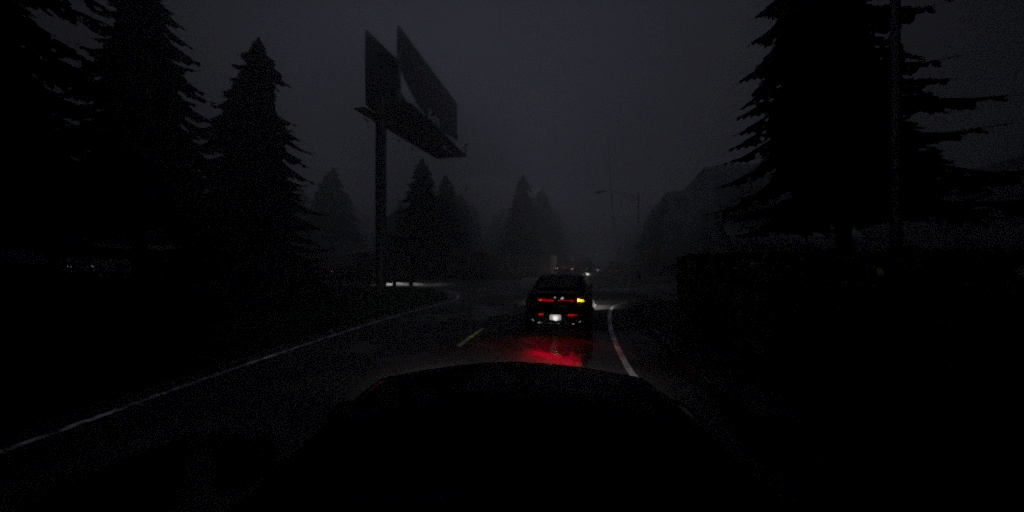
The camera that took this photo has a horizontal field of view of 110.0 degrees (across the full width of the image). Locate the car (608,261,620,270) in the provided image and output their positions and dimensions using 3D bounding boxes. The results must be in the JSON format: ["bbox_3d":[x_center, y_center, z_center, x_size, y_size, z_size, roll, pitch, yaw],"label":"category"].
[{"bbox_3d":[17.139,1.503,60.134,2.128,1.511,4.902,0,0,18],"label":"car"}]

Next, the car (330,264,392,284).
[{"bbox_3d":[-10.755,1.235,25.600,4.181,1.385,1.994,0,0,17],"label":"car"}]

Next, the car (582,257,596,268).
[{"bbox_3d":[9.933,1.188,49.948,2.150,2.045,5.566,0,-1,19],"label":"car"}]

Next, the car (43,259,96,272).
[{"bbox_3d":[-44.398,1.049,36.007,4.553,1.767,2.097,0,0,17],"label":"car"}]

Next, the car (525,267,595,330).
[{"bbox_3d":[1.628,1.300,11.458,1.837,1.490,4.892,0,0,12],"label":"car"}]

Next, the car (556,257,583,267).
[{"bbox_3d":[5.700,1.257,36.913,2.097,1.767,4.553,0,0,18],"label":"car"}]
